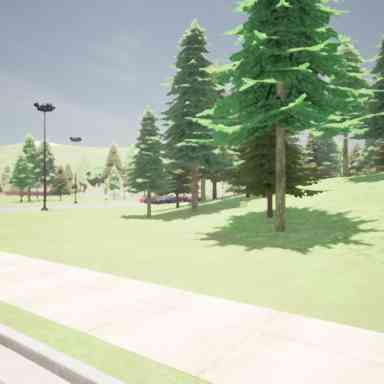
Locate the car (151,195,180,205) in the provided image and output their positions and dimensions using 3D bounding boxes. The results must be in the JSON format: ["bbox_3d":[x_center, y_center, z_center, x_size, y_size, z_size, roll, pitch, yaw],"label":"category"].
[{"bbox_3d":[-4.902,1.586,59.459,1.895,1.301,4.718,0,0,37],"label":"car"}]

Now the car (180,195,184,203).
[{"bbox_3d":[-1.826,1.451,69.653,1.882,1.535,5.008,0,0,36],"label":"car"}]

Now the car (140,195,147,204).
[{"bbox_3d":[-6.894,1.335,62.666,2.097,1.767,4.553,0,0,37],"label":"car"}]

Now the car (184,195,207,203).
[{"bbox_3d":[1.013,1.586,67.606,1.895,1.301,4.718,0,0,36],"label":"car"}]

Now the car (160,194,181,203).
[{"bbox_3d":[-4.665,1.327,71.700,2.097,1.767,4.553,0,0,36],"label":"car"}]
